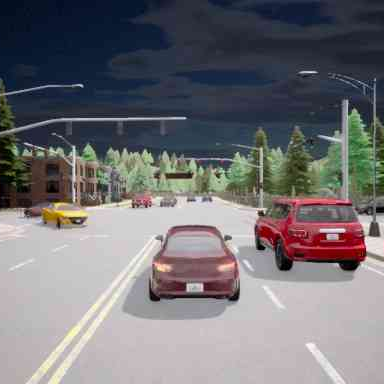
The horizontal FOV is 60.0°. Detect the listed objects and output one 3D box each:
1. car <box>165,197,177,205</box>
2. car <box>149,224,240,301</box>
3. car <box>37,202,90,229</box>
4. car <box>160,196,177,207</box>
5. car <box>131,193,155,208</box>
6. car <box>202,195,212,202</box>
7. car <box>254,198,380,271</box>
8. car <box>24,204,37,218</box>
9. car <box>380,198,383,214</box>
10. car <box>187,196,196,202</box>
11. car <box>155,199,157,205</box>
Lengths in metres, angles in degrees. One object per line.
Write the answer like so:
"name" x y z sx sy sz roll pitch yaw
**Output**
"car" -3.700 1.564 59.792 1.994 1.385 4.181 0 0 0
"car" 0.046 1.526 8.185 1.812 1.442 4.674 0 0 0
"car" -8.380 1.478 21.985 1.882 1.535 5.008 2 -1 -39
"car" -3.702 1.352 51.184 2.097 1.767 4.553 0 0 0
"car" -7.169 1.221 47.908 2.150 2.045 5.566 0 0 2
"car" 3.356 1.355 74.348 2.097 1.767 4.553 0 0 0
"car" 3.553 1.221 11.066 2.150 2.045 5.566 0 0 0
"car" -12.340 1.564 29.132 4.181 1.385 1.994 0 0 0
"car" 18.261 1.352 32.457 4.553 1.767 2.097 0 0 0
"car" -0.152 1.553 74.575 1.994 1.385 4.181 0 0 0
"car" -7.205 1.525 57.307 1.812 1.442 4.674 0 0 0
